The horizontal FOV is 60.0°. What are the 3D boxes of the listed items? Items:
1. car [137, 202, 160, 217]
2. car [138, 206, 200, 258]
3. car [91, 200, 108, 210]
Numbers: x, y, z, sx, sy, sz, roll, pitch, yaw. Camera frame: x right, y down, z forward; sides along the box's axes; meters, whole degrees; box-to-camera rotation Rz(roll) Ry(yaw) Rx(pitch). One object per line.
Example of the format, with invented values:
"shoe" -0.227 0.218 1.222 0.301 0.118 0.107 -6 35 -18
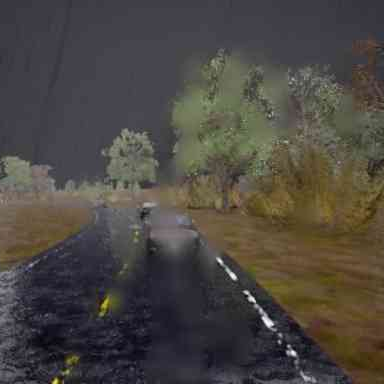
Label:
"car" -3.786 1.610 29.519 1.882 1.535 5.008 0 0 -14
"car" -0.821 1.542 13.075 2.128 1.511 4.902 0 0 -6
"car" -13.526 1.822 48.555 2.033 1.411 5.357 0 0 -23
